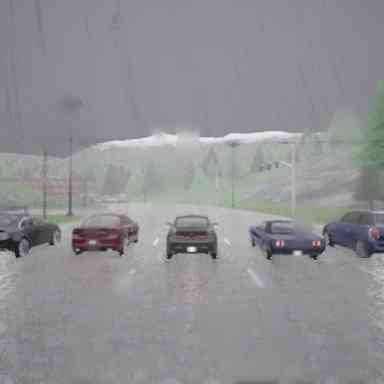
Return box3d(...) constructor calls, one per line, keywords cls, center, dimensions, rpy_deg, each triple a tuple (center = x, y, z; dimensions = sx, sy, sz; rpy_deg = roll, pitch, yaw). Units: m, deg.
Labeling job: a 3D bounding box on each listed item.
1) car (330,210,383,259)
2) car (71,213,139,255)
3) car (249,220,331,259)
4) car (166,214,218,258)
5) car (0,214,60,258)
box3d(cls="car", center=(7.006, 1.506, 13.399), dimensions=(2.097, 1.767, 4.553), rpy_deg=(0, -1, 0))
box3d(cls="car", center=(-3.488, 1.641, 14.204), dimensions=(1.882, 1.535, 5.008), rpy_deg=(0, 0, 0))
box3d(cls="car", center=(3.503, 1.754, 13.214), dimensions=(1.895, 1.301, 4.718), rpy_deg=(0, -1, 0))
box3d(cls="car", center=(0.005, 1.662, 13.474), dimensions=(1.837, 1.490, 4.892), rpy_deg=(0, 0, 0))
box3d(cls="car", center=(-6.995, 1.648, 13.466), dimensions=(2.128, 1.511, 4.902), rpy_deg=(0, -1, 0))
